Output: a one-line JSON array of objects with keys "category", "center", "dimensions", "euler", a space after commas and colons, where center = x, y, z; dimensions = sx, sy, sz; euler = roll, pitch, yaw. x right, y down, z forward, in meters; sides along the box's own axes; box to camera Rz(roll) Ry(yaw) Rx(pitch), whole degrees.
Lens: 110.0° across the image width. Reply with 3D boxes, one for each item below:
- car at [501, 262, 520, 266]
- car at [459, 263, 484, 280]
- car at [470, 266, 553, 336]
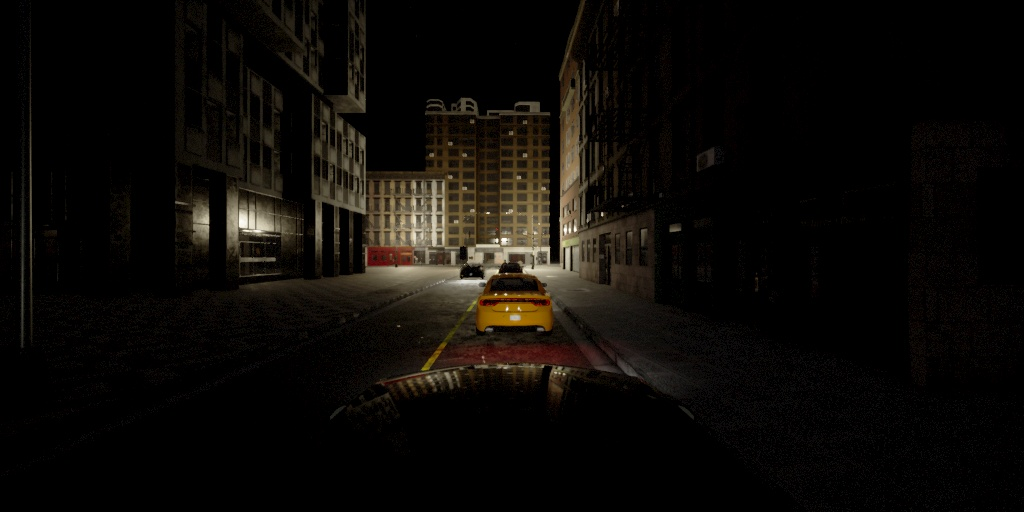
[{"category": "car", "center": [-0.096, 1.213, 28.315], "dimensions": [1.882, 1.535, 5.008], "euler": [0, 0, 0]}, {"category": "car", "center": [-3.315, 1.296, 30.898], "dimensions": [1.994, 1.385, 4.181], "euler": [0, 0, 0]}, {"category": "car", "center": [0.041, 1.226, 10.478], "dimensions": [1.882, 1.535, 5.008], "euler": [0, 0, -1]}]
